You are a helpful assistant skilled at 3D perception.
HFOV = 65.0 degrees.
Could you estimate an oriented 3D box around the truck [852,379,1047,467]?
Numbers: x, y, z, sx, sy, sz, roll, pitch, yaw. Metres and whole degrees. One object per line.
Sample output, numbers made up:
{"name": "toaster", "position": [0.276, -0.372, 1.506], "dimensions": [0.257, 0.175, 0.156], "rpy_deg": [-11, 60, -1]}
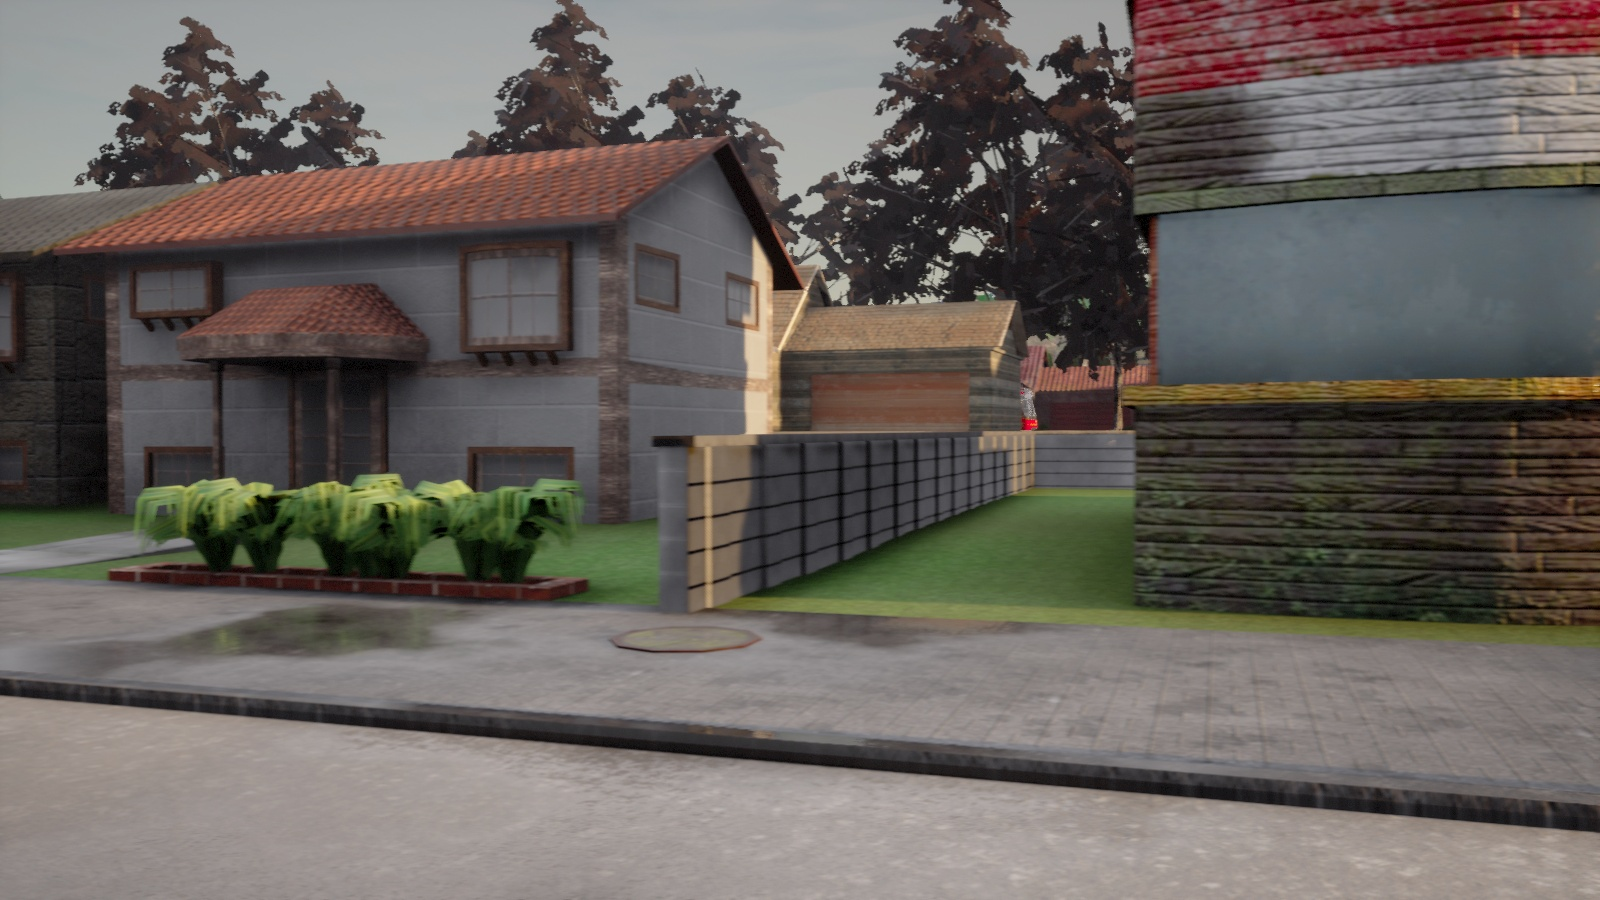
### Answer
{"name": "truck", "position": [6.880, -1.239, 57.846], "dimensions": [8.468, 3.827, 2.891], "rpy_deg": [1, 1, 19]}
